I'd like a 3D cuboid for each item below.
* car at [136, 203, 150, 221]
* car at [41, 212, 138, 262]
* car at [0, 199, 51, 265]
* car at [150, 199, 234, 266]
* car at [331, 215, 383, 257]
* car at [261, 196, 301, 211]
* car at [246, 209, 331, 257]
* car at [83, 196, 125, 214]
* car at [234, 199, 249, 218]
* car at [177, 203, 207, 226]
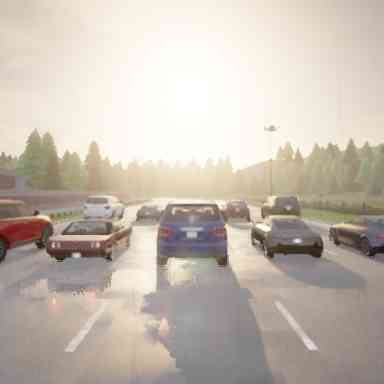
[{"bbox_3d":[-3.459,1.646,28.080,1.994,1.385,4.181,0,0,1],"label":"car"},{"bbox_3d":[-3.464,1.637,12.269,1.895,1.301,4.718,0,0,1],"label":"car"},{"bbox_3d":[-6.970,1.258,11.769,2.150,2.045,5.566,0,0,1],"label":"car"},{"bbox_3d":[0.029,1.258,11.792,2.150,2.045,5.566,0,0,1],"label":"car"},{"bbox_3d":[7.044,1.603,13.086,1.994,1.385,4.181,0,0,1],"label":"car"},{"bbox_3d":[7.027,1.301,26.761,2.150,2.045,5.566,0,0,1],"label":"car"},{"bbox_3d":[3.544,1.603,13.090,1.994,1.385,4.181,0,0,1],"label":"car"},{"bbox_3d":[-6.973,1.301,26.767,2.150,2.045,5.566,0,0,1],"label":"car"},{"bbox_3d":[3.540,1.432,27.787,2.097,1.767,4.553,0,0,1],"label":"car"},{"bbox_3d":[0.016,1.622,25.700,2.033,1.411,5.357,0,0,0],"label":"car"}]
